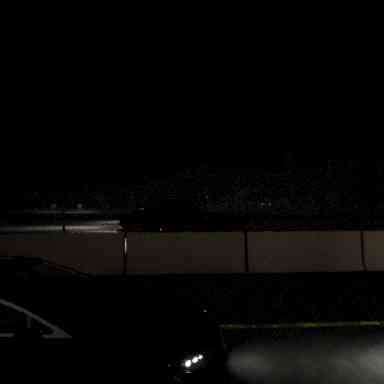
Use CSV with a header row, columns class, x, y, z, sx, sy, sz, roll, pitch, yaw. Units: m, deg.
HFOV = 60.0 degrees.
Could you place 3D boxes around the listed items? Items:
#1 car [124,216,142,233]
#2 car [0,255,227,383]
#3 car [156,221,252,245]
class,x,y,z,sx,sy,sz,roll,pitch,yaw
car,-1.442,1.490,17.785,4.892,1.490,1.837,0,0,-3
car,-2.098,1.492,3.529,4.902,1.511,2.128,0,0,-3
car,0.503,1.549,14.385,4.181,1.385,1.994,0,0,-3
